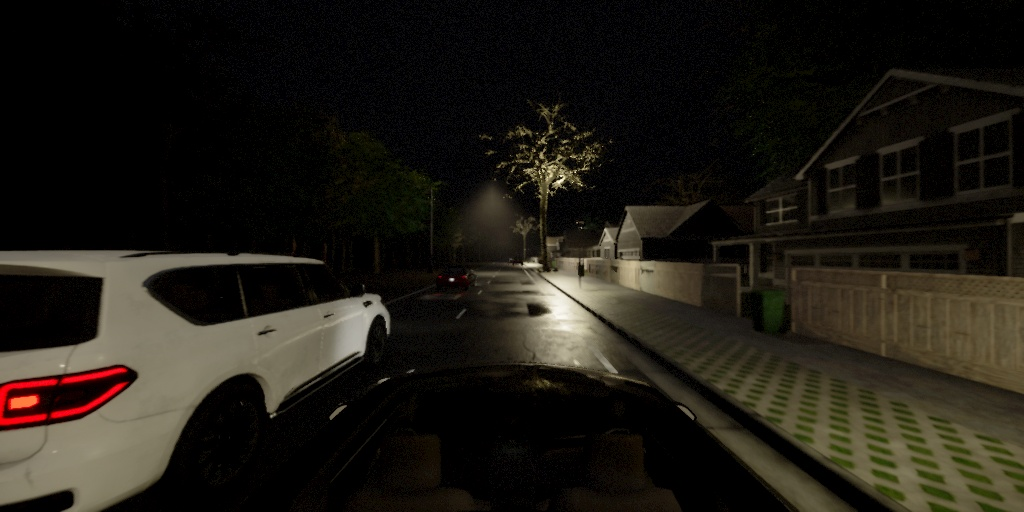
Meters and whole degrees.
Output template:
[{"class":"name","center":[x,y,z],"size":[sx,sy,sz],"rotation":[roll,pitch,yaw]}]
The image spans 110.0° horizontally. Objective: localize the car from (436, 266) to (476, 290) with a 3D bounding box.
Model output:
[{"class":"car","center":[-3.398,1.304,22.241],"size":[1.994,1.385,4.181],"rotation":[0,0,0]}]

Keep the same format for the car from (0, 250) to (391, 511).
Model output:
[{"class":"car","center":[-3.398,0.970,4.531],"size":[2.150,2.045,5.566],"rotation":[0,0,0]}]
